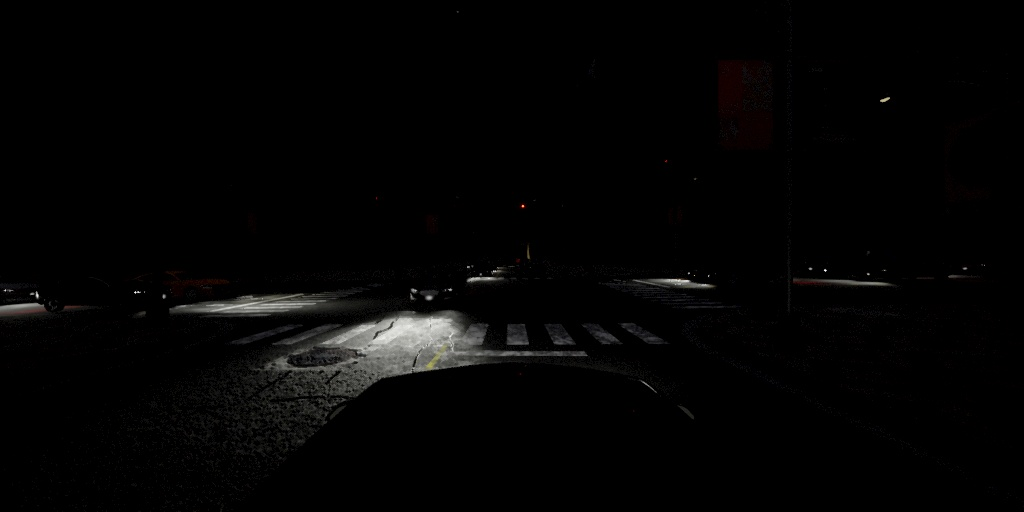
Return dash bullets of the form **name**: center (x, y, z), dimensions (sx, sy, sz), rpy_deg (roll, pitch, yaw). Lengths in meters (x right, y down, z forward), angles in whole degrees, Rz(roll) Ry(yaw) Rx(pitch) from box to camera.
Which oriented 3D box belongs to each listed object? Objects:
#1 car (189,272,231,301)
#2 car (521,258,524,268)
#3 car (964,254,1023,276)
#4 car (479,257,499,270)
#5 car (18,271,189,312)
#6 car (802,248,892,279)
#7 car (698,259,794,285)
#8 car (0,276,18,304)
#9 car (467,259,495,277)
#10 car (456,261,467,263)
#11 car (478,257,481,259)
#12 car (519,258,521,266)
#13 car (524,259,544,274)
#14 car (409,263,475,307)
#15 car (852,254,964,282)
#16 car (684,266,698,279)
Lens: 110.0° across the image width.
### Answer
- **car**: center (-17.652, 1.528, 18.905), dimensions (5.008, 1.535, 1.882), rpy_deg (-1, 0, 2)
- **car**: center (2.671, 1.303, 52.011), dimensions (1.888, 1.381, 4.507), rpy_deg (0, 0, 0)
- **car**: center (34.921, 0.596, 25.683), dimensions (4.902, 1.511, 2.128), rpy_deg (-1, 0, 0)
- **car**: center (-3.177, 1.283, 49.648), dimensions (1.812, 1.442, 4.674), rpy_deg (0, 0, 0)
- **car**: center (-17.629, 1.547, 15.661), dimensions (4.902, 1.511, 2.128), rpy_deg (-1, 0, 2)
- **car**: center (24.129, 0.510, 25.675), dimensions (5.566, 2.045, 2.150), rpy_deg (-1, 0, 0)
- **car**: center (14.728, 0.965, 22.387), dimensions (4.892, 1.490, 1.837), rpy_deg (-1, 0, 2)
- **car**: center (-27.627, 1.763, 18.884), dimensions (4.674, 1.442, 1.812), rpy_deg (-1, 0, 0)
- **car**: center (-2.957, 1.301, 34.999), dimensions (2.033, 1.411, 5.357), rpy_deg (0, 0, -3)
- **car**: center (-5.799, 1.305, 41.083), dimensions (2.007, 1.370, 4.403), rpy_deg (0, 0, 0)
- **car**: center (-5.897, 1.328, 60.646), dimensions (1.948, 1.339, 4.313), rpy_deg (0, 0, 0)
- **car**: center (2.644, 1.311, 57.455), dimensions (2.007, 1.370, 4.403), rpy_deg (0, 0, 0)
- **car**: center (2.726, 1.305, 41.122), dimensions (2.007, 1.370, 4.403), rpy_deg (0, 0, 0)
- **car**: center (-3.069, 1.277, 15.733), dimensions (2.128, 1.511, 4.902), rpy_deg (-1, 0, 0)
- **car**: center (24.611, 0.812, 22.428), dimensions (4.674, 1.442, 1.812), rpy_deg (-1, 0, 0)
- **car**: center (14.654, 1.020, 25.657), dimensions (4.181, 1.385, 1.994), rpy_deg (-1, 0, 0)
